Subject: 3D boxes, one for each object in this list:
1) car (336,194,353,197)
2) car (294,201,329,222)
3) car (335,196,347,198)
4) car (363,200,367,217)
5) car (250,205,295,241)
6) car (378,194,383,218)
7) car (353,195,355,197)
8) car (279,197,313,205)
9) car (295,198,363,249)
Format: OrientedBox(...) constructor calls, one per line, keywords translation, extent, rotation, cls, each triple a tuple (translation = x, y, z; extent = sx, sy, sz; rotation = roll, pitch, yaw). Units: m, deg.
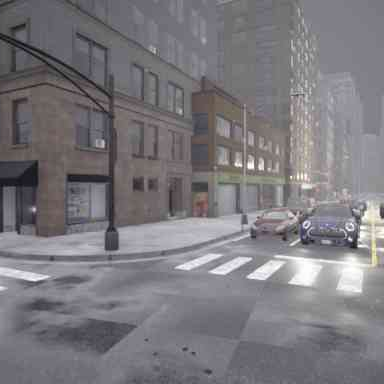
OrientedBox(translation=(22.701, 1.279, 50.635), extent=(2.192, 1.841, 5.009), rotation=(0, 0, 28), cls="car")
OrientedBox(translation=(9.478, 1.487, 26.153), extent=(1.887, 1.381, 4.507), rotation=(0, 0, 28), cls="car")
OrientedBox(translation=(17.412, 1.503, 40.841), extent=(2.008, 1.369, 4.403), rotation=(0, 0, 28), cls="car")
OrientedBox(translation=(10.516, 1.454, 22.635), extent=(2.128, 1.511, 4.902), rotation=(1, 0, 28), cls="car")
OrientedBox(translation=(4.189, 1.522, 16.361), extent=(1.802, 1.307, 4.206), rotation=(0, 0, 28), cls="car")
OrientedBox(translation=(17.868, 1.345, 29.525), extent=(2.097, 1.767, 4.553), rotation=(1, 0, 28), cls="car")
OrientedBox(translation=(27.992, 1.414, 60.427), extent=(1.967, 1.590, 4.097), rotation=(0, 0, 28), cls="car")
OrientedBox(translation=(6.833, 1.256, 21.257), extent=(2.192, 1.841, 5.009), rotation=(0, 0, 28), cls="car")
OrientedBox(translation=(6.172, 1.313, 14.603), extent=(2.097, 1.767, 4.553), rotation=(1, 0, 28), cls="car")
